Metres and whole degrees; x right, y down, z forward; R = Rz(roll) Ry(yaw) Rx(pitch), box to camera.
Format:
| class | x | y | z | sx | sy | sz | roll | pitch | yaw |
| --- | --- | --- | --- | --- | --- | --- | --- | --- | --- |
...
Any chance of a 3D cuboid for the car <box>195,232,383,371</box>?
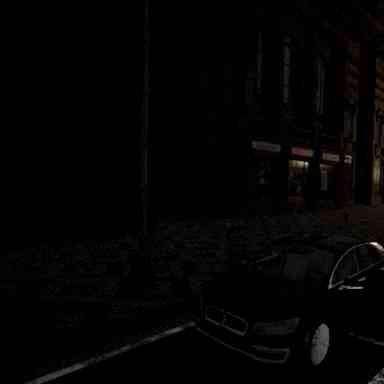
| class | x | y | z | sx | sy | sz | roll | pitch | yaw |
| --- | --- | --- | --- | --- | --- | --- | --- | --- | --- |
| car | 1.983 | 1.415 | 5.463 | 4.403 | 1.369 | 2.008 | -1 | 3 | -42 |
